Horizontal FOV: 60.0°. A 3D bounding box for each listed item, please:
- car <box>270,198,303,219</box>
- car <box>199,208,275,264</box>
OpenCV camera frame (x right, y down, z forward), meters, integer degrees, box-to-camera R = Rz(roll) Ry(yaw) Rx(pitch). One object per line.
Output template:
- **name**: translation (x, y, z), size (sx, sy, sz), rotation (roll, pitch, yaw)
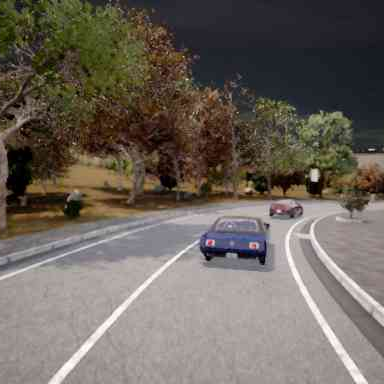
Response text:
- **car**: translation (7.442, 1.220, 26.108), size (1.812, 1.442, 4.674), rotation (3, 2, 30)
- **car**: translation (1.667, 1.430, 11.254), size (1.895, 1.301, 4.718), rotation (1, 1, 15)
